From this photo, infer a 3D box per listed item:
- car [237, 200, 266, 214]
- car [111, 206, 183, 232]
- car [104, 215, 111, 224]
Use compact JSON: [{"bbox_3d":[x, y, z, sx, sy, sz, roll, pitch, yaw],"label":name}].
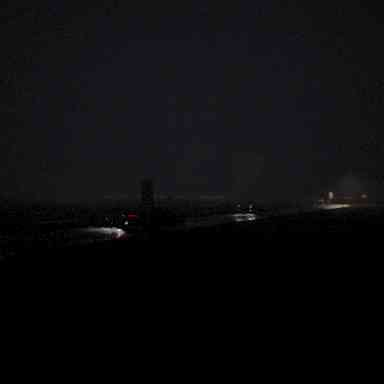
[{"bbox_3d":[7.243,1.725,40.586,2.097,1.767,4.553,-1,-1,35],"label":"car"},{"bbox_3d":[-2.476,1.643,21.569,2.128,1.511,4.902,-1,-1,35],"label":"car"},{"bbox_3d":[-3.878,1.741,24.553,2.033,1.411,5.357,-1,-1,35],"label":"car"}]
